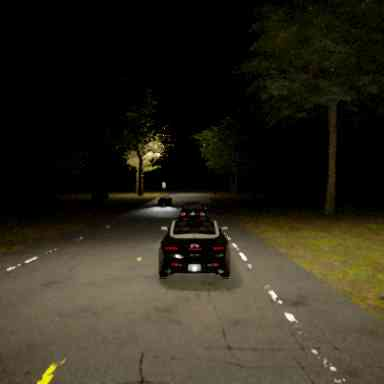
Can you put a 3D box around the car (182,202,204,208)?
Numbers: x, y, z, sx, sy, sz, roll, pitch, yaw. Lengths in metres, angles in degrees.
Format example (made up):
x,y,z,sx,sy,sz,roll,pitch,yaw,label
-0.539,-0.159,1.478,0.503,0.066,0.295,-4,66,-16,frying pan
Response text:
x,y,z,sx,sy,sz,roll,pitch,yaw,label
0.069,1.462,24.170,2.033,1.411,5.357,0,0,0,car

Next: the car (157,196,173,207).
x,y,z,sx,sy,sz,roll,pitch,yaw,label
-3.585,1.204,44.407,1.895,1.301,4.718,0,1,0,car

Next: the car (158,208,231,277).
x,y,z,sx,sy,sz,roll,pitch,yaw,label
0.073,1.474,10.074,1.837,1.490,4.892,0,0,0,car
